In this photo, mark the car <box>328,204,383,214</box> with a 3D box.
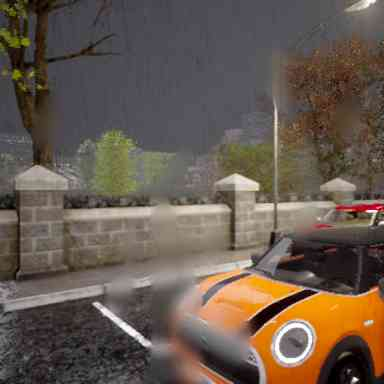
[{"bbox_3d":[5.262,1.318,10.320,5.009,1.841,2.192,0,0,-36],"label":"car"}]

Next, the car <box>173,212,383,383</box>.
[{"bbox_3d":[1.961,1.353,4.733,4.553,1.767,2.097,0,0,-36],"label":"car"}]
